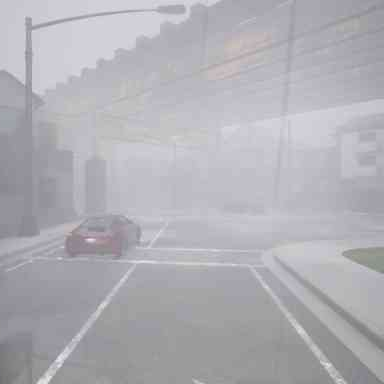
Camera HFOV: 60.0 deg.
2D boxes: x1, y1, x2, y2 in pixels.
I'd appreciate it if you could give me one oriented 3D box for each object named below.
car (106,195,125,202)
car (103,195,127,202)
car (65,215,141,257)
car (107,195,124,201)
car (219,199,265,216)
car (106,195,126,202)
[{"bbox_3d":[-17.496,1.453,76.133,2.038,1.542,4.974,0,0,15],"label":"car"},{"bbox_3d":[-16.819,1.453,72.464,4.974,1.542,2.038,0,0,-15],"label":"car"},{"bbox_3d":[-3.275,1.564,13.002,1.994,1.385,4.181,0,0,2],"label":"car"},{"bbox_3d":[-17.482,1.295,76.183,1.853,1.218,4.536,0,0,15],"label":"car"},{"bbox_3d":[4.905,1.478,33.211,1.882,1.535,5.008,0,0,-45],"label":"car"},{"bbox_3d":[-16.769,1.295,72.477,4.536,1.218,1.853,0,0,-15],"label":"car"}]
